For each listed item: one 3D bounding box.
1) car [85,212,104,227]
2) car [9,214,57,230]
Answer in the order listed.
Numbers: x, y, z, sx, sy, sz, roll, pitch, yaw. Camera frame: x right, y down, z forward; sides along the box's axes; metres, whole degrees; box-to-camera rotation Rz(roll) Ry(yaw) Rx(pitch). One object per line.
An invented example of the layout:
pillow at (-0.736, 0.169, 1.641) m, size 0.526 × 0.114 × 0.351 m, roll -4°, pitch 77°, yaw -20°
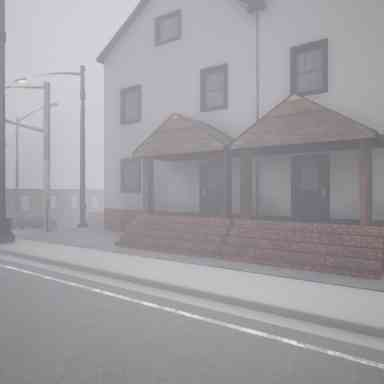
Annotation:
car at (-7.655, 3.151, 31.824) m, size 2.150 × 2.045 × 5.566 m, roll 0°, pitch -9°, yaw 36°
car at (-14.074, 2.650, 29.325) m, size 1.994 × 1.385 × 4.181 m, roll 0°, pitch -9°, yaw 36°
